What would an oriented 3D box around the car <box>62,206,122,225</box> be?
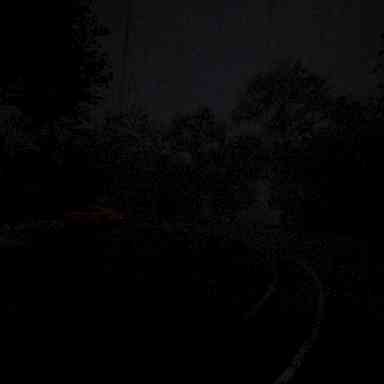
[{"bbox_3d":[-8.464,1.960,28.131,5.008,1.535,1.882,-1,-2,8],"label":"car"}]
